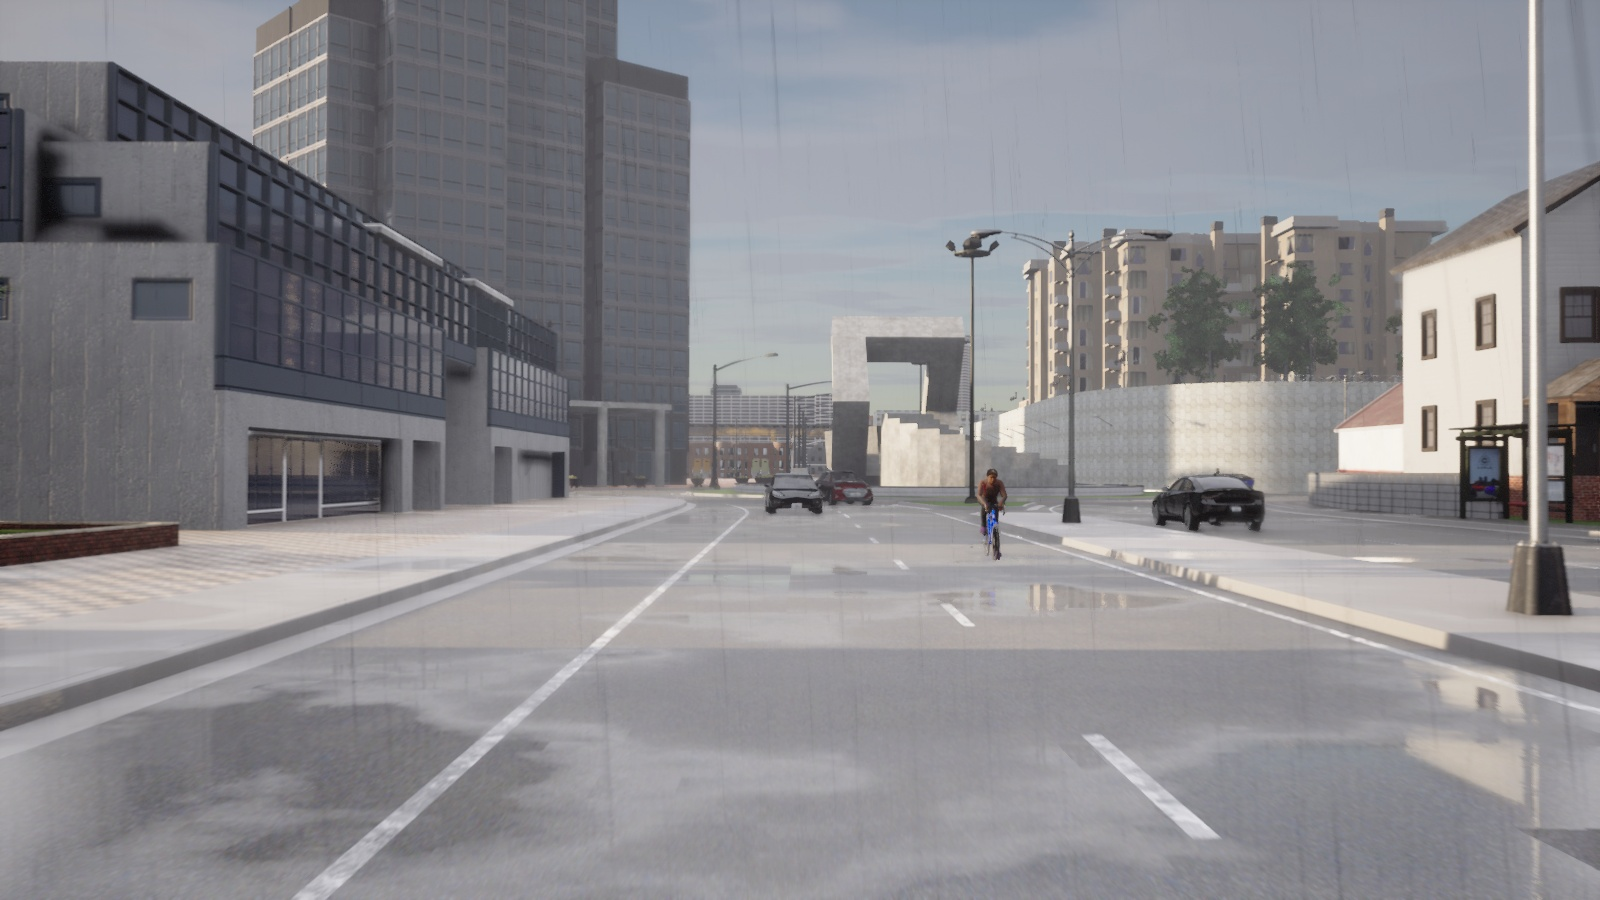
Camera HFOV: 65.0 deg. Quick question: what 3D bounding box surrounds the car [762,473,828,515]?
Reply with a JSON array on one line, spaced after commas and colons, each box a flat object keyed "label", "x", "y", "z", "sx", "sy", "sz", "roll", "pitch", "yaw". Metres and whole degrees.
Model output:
[{"label": "car", "x": -0.242, "y": 1.601, "z": 46.954, "sx": 2.163, "sy": 1.488, "sz": 4.792, "roll": 0, "pitch": -1, "yaw": -4}]

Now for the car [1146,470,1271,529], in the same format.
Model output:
[{"label": "car", "x": 11.405, "y": 1.340, "z": 35.454, "sx": 1.882, "sy": 1.535, "sz": 5.008, "roll": 0, "pitch": -1, "yaw": 0}]

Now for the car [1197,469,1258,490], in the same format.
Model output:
[{"label": "car", "x": 31.605, "y": 2.190, "z": 92.880, "sx": 2.007, "sy": 1.525, "sz": 4.514, "roll": 0, "pitch": -1, "yaw": -17}]

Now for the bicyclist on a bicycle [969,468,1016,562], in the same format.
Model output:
[{"label": "bicyclist on a bicycle", "x": 3.439, "y": 1.131, "z": 22.546, "sx": 0.582, "sy": 1.620, "sz": 1.656, "roll": 0, "pitch": -1, "yaw": 0}]

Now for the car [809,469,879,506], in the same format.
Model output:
[{"label": "car", "x": 1.973, "y": 1.709, "z": 58.042, "sx": 2.033, "sy": 1.649, "sz": 4.856, "roll": 0, "pitch": -1, "yaw": -13}]
